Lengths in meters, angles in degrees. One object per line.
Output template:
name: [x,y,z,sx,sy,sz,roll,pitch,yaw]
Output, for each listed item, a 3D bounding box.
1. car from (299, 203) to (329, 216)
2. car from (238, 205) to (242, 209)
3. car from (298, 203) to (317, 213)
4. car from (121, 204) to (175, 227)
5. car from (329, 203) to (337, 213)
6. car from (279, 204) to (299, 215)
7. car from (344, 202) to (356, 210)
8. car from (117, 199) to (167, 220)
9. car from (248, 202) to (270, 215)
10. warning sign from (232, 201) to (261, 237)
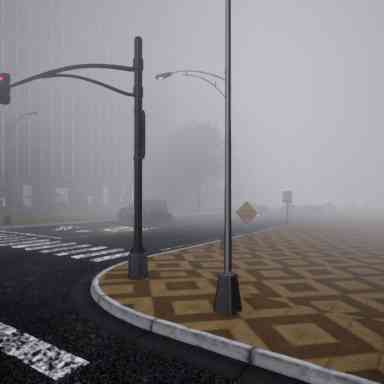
car: [16.457,2.405,44.704,2.033,1.411,5.357,0,-1,33]
car: [8.664,2.369,50.776,1.837,1.490,4.892,0,-1,33]
car: [19.012,2.593,54.795,1.994,1.385,4.181,0,-1,33]
car: [-3.198,1.949,26.379,1.994,1.385,4.181,0,-1,33]
car: [21.748,2.537,53.041,1.837,1.490,4.892,0,-1,33]
car: [13.493,2.372,46.108,1.812,1.442,4.674,0,-1,33]
car: [31.403,2.770,65.984,1.801,1.575,5.366,0,-1,33]
car: [-4.331,1.655,30.631,2.150,2.045,5.566,0,-1,33]
car: [9.072,2.355,45.451,1.994,1.385,4.181,0,-1,33]
warning sign: [3.052,1.454,18.587,1.300,1.860,1.060,1,1,33]
